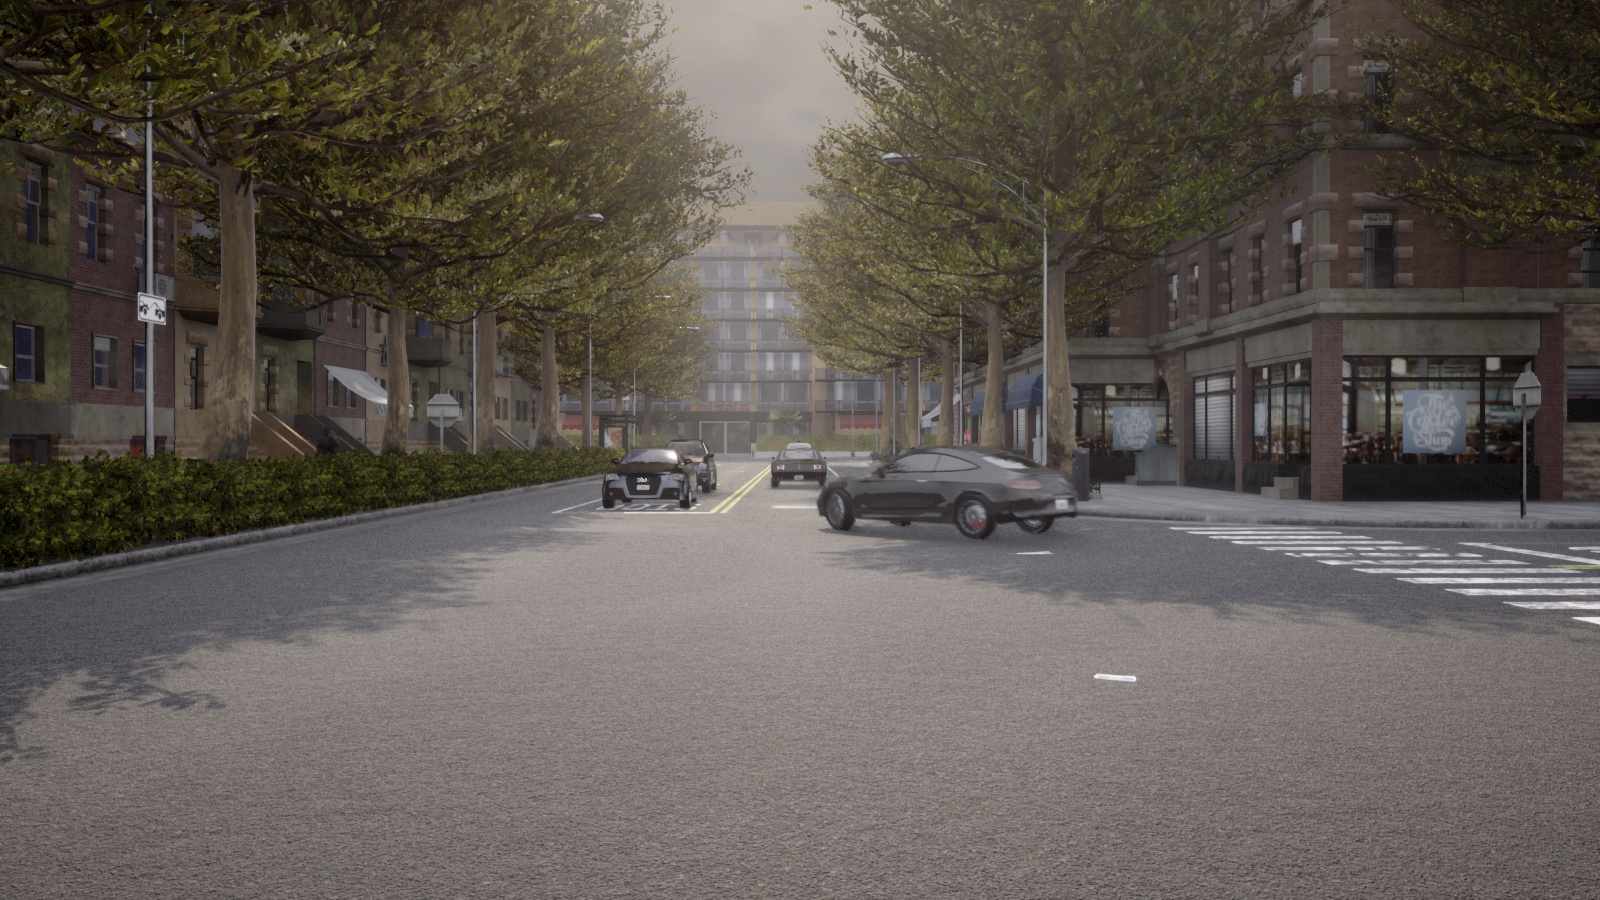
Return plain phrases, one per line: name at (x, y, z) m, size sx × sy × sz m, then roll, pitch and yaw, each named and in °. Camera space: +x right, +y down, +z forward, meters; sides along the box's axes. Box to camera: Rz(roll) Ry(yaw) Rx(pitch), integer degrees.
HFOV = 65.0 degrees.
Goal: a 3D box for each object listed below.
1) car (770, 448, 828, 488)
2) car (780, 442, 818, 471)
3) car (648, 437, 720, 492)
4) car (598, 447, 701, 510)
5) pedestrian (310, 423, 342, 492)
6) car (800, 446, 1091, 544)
car at (-0.032, 0.600, 43.759) m, size 1.895 × 1.301 × 4.718 m, roll 0°, pitch 0°, yaw 0°
car at (-0.049, 0.314, 67.182) m, size 2.007 × 1.525 × 4.514 m, roll 0°, pitch 0°, yaw 0°
car at (-3.528, 0.422, 38.868) m, size 1.851 × 1.617 × 3.988 m, roll 0°, pitch 0°, yaw 0°
car at (-3.518, 0.638, 30.072) m, size 1.994 × 1.385 × 4.181 m, roll 0°, pitch 0°, yaw 0°
pedestrian at (-13.044, 0.198, 34.571) m, size 0.563 × 1.883 × 0.849 m, roll 0°, pitch 0°, yaw -2°
car at (2.305, 0.656, 20.852) m, size 4.674 × 1.442 × 1.812 m, roll 0°, pitch 1°, yaw 45°
